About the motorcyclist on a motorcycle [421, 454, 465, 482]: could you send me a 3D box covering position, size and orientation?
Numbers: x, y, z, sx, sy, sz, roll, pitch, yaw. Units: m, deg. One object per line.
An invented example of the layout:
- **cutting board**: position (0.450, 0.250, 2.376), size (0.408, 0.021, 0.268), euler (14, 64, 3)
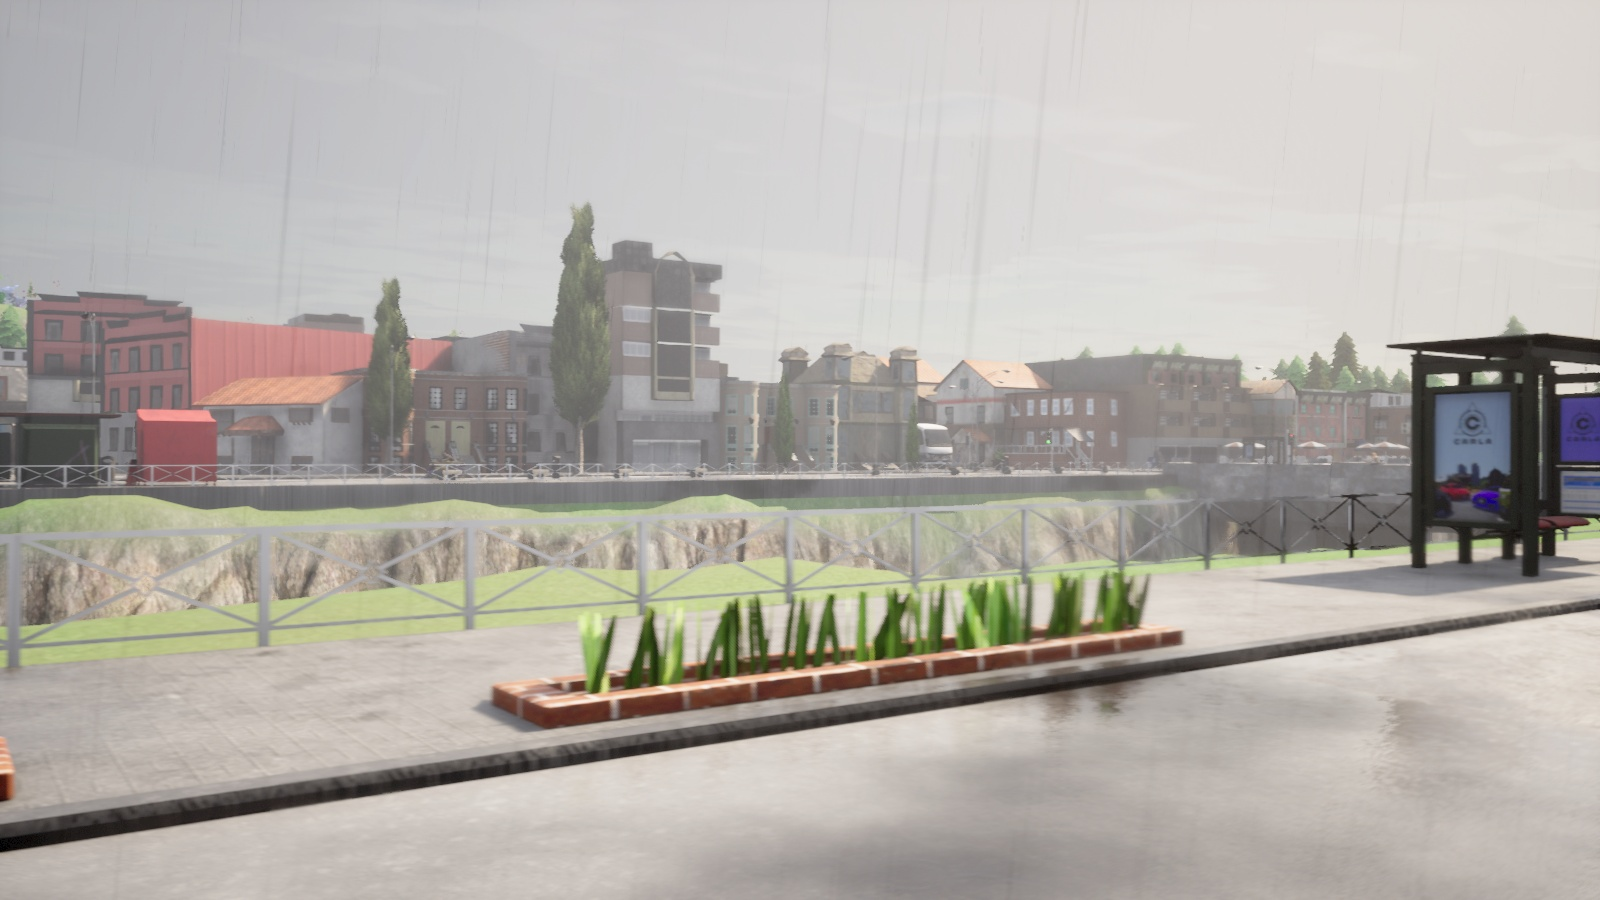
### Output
- **motorcyclist on a motorcycle**: position (-20.003, 0.995, 70.402), size (2.191, 1.530, 0.866), euler (0, 0, -35)
